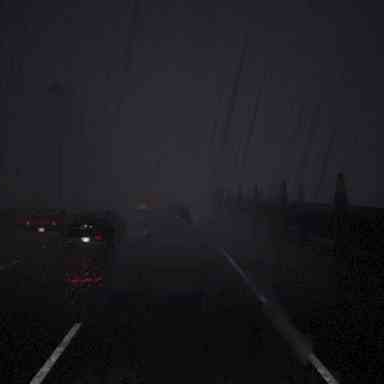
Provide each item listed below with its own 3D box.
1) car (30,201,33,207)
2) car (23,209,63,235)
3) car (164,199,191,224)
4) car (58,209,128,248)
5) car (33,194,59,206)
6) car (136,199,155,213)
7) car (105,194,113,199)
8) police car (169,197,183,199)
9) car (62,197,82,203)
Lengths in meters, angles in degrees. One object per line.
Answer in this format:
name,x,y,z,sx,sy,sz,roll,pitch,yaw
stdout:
car,-23.717,1.636,52.732,2.033,1.411,5.357,0,0,-2
car,-7.806,1.631,19.222,1.895,1.301,4.718,0,0,-3
car,-1.083,1.541,24.742,1.812,1.442,4.674,0,0,-3
car,-4.086,1.523,14.831,1.837,1.490,4.892,0,0,-3
car,-19.947,1.300,47.110,2.150,2.045,5.566,0,0,-3
car,-5.280,1.510,38.009,1.882,1.535,5.008,0,0,-3
car,-22.041,1.377,88.568,1.837,1.490,4.892,0,0,-3
police car,-2.099,1.452,43.765,1.930,1.638,5.238,0,0,-3
car,-16.410,1.631,46.431,1.994,1.385,4.181,0,0,-3
